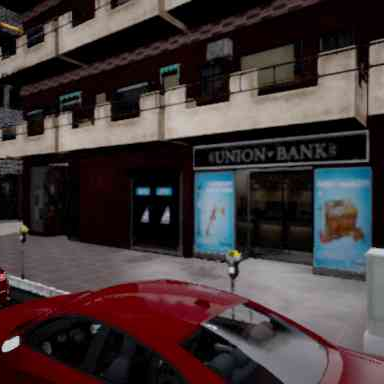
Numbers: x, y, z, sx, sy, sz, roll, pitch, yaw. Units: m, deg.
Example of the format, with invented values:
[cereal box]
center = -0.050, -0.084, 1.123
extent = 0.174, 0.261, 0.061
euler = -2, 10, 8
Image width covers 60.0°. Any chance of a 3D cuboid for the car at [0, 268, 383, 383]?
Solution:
[car]
center = -0.522, 1.543, 3.092
extent = 4.507, 1.381, 1.887
euler = 0, 0, 35
